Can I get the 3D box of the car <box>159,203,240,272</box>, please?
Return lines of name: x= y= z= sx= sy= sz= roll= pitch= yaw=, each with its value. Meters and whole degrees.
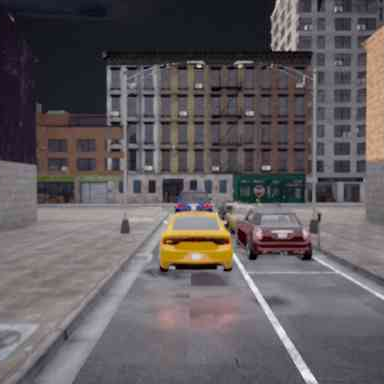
car: x=0.099 y=1.319 z=10.244 sx=1.882 sy=1.535 sz=5.008 roll=0 pitch=1 yaw=0

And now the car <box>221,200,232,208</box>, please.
car: x=2.635 y=1.259 z=17.265 sx=1.752 sy=1.417 sz=4.829 roll=0 pitch=1 yaw=0

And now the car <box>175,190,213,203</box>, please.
car: x=0.116 y=0.901 z=20.755 sx=2.150 sy=2.045 sz=5.566 roll=0 pitch=1 yaw=1

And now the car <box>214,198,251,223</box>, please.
car: x=2.635 y=1.203 z=22.571 sx=2.008 sy=1.369 sz=4.403 roll=0 pitch=1 yaw=0

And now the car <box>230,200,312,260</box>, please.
car: x=2.634 y=1.260 z=11.619 sx=1.967 sy=1.590 sz=4.097 roll=0 pitch=1 yaw=0
